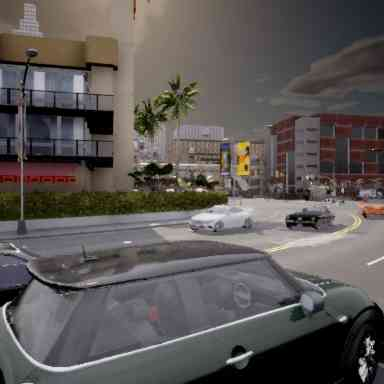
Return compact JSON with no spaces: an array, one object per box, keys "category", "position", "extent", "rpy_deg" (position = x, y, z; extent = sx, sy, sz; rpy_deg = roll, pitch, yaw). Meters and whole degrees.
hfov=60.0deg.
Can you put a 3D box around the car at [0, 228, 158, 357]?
[{"category":"car","position":[-3.375,1.542,5.230],"extent":[5.357,1.411,2.033],"rpy_deg":[0,0,-36]}]

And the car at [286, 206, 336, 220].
[{"category":"car","position":[7.470,1.590,20.767],"extent":[1.895,1.301,4.718],"rpy_deg":[0,0,36]}]

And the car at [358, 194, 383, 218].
[{"category":"car","position":[16.345,1.339,30.002],"extent":[2.097,1.767,4.553],"rpy_deg":[0,0,21]}]

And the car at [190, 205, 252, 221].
[{"category":"car","position":[1.834,1.513,19.523],"extent":[1.812,1.442,4.674],"rpy_deg":[0,0,42]}]

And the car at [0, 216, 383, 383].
[{"category":"car","position":[0.215,1.350,3.703],"extent":[4.553,1.767,2.097],"rpy_deg":[0,0,-36]}]
